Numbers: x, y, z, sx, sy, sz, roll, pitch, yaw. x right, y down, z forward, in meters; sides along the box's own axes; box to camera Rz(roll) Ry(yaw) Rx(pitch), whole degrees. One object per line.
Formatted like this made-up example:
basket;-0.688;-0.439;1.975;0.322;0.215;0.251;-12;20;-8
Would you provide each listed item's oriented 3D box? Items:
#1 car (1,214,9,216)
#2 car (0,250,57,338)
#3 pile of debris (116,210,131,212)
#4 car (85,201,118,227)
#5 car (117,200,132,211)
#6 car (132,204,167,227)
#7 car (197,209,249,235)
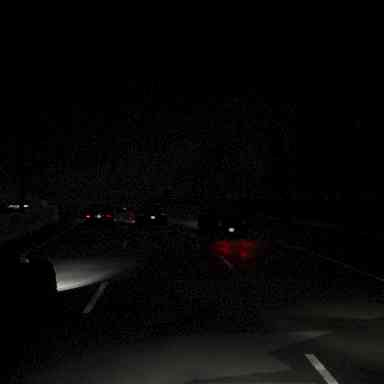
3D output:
car;-13.806;1.537;22.876;1.882;1.535;5.008;0;0;-15
car;-3.770;1.579;5.368;1.994;1.385;4.181;0;0;-3
pile of debris;-8.222;2.235;39.817;1.500;0.140;1.860;0;0;-23
car;-6.454;1.587;23.317;2.033;1.411;5.357;0;0;-14
car;-8.698;1.661;40.807;1.895;1.301;4.718;0;0;-23
car;-2.935;1.594;23.252;1.994;1.385;4.181;0;0;-13
car;1.595;1.614;19.005;1.895;1.301;4.718;0;0;-10
